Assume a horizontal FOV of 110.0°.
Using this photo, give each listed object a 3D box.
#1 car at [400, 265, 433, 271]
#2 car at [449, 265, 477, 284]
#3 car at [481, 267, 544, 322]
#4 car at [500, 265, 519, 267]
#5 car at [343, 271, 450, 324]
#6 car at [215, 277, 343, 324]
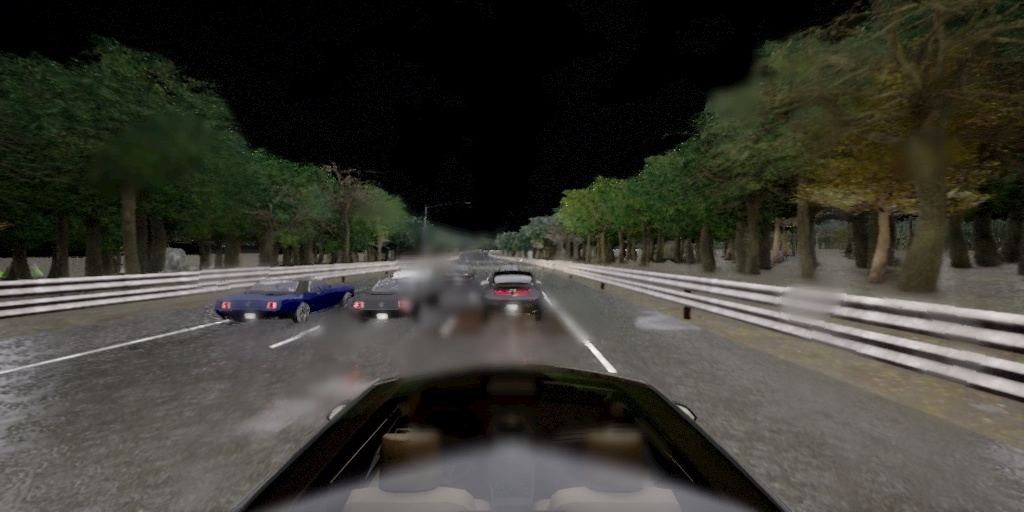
[{"bbox_3d":[-7.217,1.336,26.864,1.895,1.301,4.718,0,0,-1],"label":"car"},{"bbox_3d":[-3.718,1.333,26.907,1.895,1.301,4.718,0,0,-1],"label":"car"},{"bbox_3d":[0.011,1.242,12.238,1.837,1.490,4.892,0,-1,-1],"label":"car"},{"bbox_3d":[-0.217,1.330,26.967,1.895,1.301,4.718,0,0,-1],"label":"car"},{"bbox_3d":[-3.491,1.345,11.890,1.895,1.301,4.718,0,0,0],"label":"car"},{"bbox_3d":[-6.992,1.347,11.834,1.895,1.301,4.718,0,0,0],"label":"car"}]
